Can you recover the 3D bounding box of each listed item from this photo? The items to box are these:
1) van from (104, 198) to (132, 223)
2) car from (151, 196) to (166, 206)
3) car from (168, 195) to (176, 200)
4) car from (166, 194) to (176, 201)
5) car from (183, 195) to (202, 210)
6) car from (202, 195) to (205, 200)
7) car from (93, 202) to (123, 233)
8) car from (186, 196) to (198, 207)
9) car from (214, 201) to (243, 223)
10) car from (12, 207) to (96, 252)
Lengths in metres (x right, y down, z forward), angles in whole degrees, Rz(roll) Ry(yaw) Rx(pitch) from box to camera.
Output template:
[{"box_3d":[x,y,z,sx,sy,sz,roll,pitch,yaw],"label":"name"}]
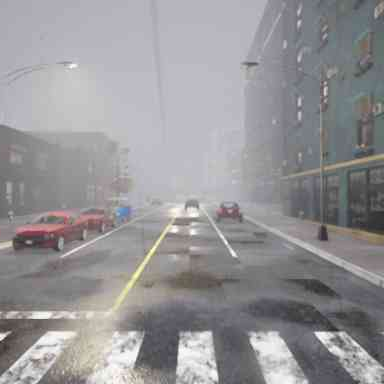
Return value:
[{"box_3d":[-5.671,1.322,25.371,1.690,1.788,3.998,1,0,0],"label":"van"},{"box_3d":[-5.673,1.542,53.805,1.802,1.307,4.206,1,0,0],"label":"car"},{"box_3d":[-5.670,1.502,93.612,1.947,1.339,4.313,1,0,0],"label":"car"},{"box_3d":[-5.669,1.382,82.237,1.967,1.590,4.097,1,0,0],"label":"car"},{"box_3d":[0.003,1.473,41.672,1.837,1.490,4.892,0,0,0],"label":"car"},{"box_3d":[2.710,1.464,88.155,1.752,1.417,4.829,1,0,0],"label":"car"},{"box_3d":[-5.675,1.530,19.684,1.887,1.381,4.507,1,0,0],"label":"car"},{"box_3d":[0.004,1.438,52.096,1.882,1.535,5.008,0,0,0],"label":"car"},{"box_3d":[2.707,1.420,25.431,1.967,1.590,4.097,1,0,0],"label":"car"},{"box_3d":[-5.752,1.534,14.002,1.887,1.381,4.507,1,0,0],"label":"car"}]
